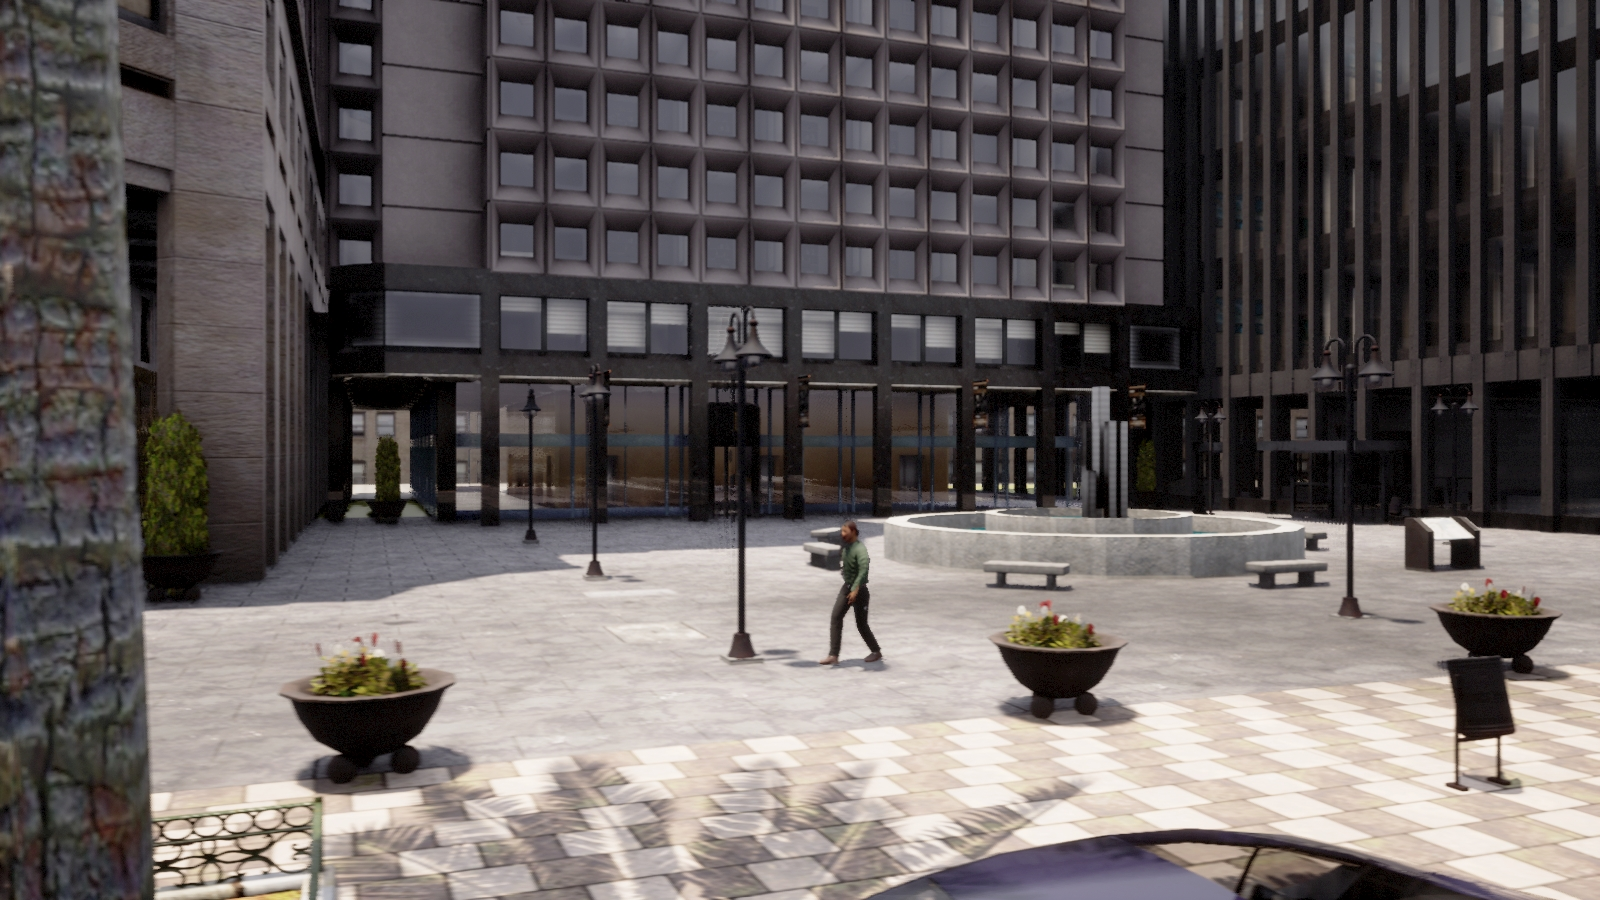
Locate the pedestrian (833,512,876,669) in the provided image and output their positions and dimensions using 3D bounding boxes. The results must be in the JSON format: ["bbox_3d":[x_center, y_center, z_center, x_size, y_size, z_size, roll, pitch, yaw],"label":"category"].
[{"bbox_3d":[0.671,1.709,14.016,0.375,1.860,0.375,0,0,-32],"label":"pedestrian"}]
